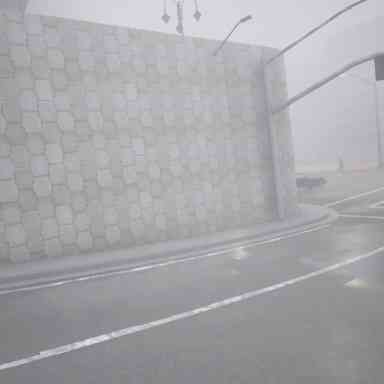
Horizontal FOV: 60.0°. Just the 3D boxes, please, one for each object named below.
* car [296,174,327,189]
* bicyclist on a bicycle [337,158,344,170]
[{"bbox_3d":[10.010,-1.021,30.968,1.895,1.301,4.718,-11,6,-35],"label":"car"},{"bbox_3d":[20.056,-3.831,44.892,1.656,1.620,0.582,-11,6,-35],"label":"bicyclist on a bicycle"}]
